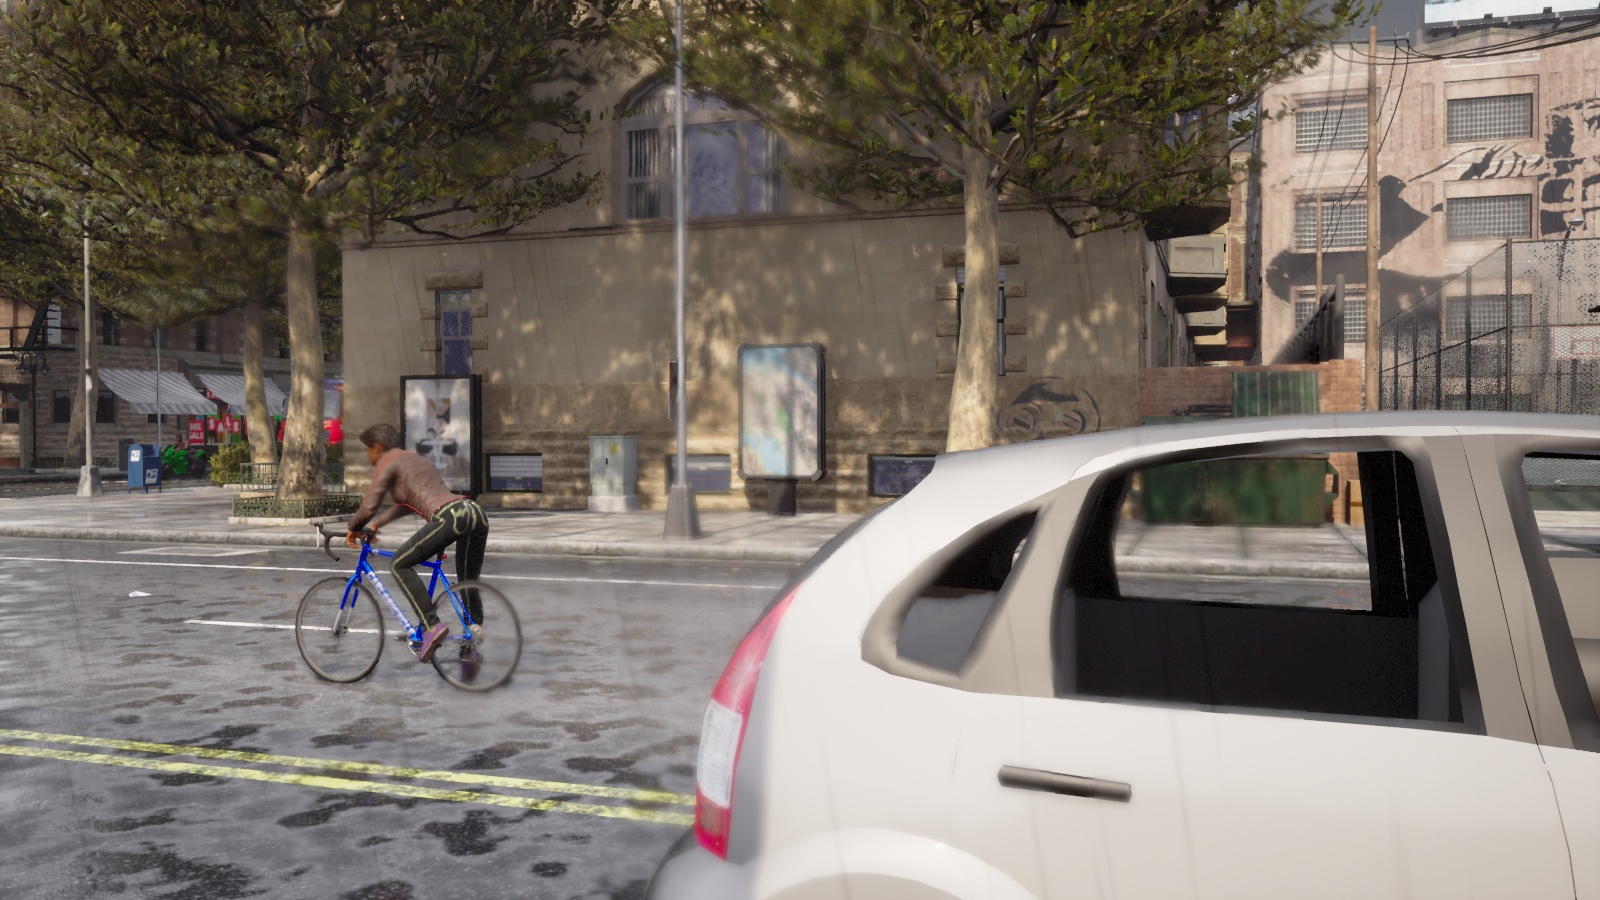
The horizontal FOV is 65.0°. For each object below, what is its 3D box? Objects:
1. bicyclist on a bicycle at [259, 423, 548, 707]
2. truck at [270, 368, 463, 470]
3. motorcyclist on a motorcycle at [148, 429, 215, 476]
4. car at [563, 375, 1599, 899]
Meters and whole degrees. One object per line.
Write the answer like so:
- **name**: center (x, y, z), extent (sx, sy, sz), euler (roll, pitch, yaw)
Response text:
- **bicyclist on a bicycle**: center (-2.426, 0.647, 7.694), extent (1.656, 1.620, 0.582), euler (0, 1, 19)
- **truck**: center (-17.521, -1.230, 51.577), extent (2.891, 3.827, 8.468), euler (1, 1, 19)
- **motorcyclist on a motorcycle**: center (-20.733, 0.056, 42.158), extent (0.797, 1.523, 2.044), euler (1, 1, 19)
- **car**: center (1.739, 0.690, 2.607), extent (3.988, 1.617, 1.851), euler (1, 1, 19)
